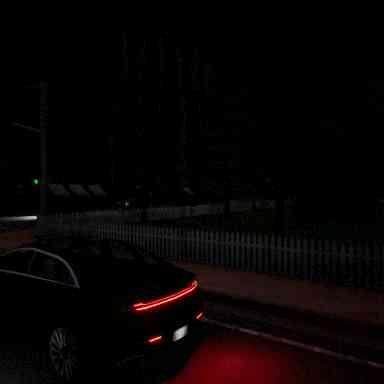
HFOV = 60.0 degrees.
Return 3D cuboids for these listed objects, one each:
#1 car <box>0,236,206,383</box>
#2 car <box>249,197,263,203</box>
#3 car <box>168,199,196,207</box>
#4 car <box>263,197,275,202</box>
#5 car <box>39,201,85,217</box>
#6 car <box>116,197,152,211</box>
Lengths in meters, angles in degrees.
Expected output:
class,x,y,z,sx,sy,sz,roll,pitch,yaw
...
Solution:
class,x,y,z,sx,sy,sz,roll,pitch,yaw
car,-2.104,1.491,5.443,4.902,1.511,2.128,0,0,36
car,12.360,1.601,61.861,1.895,1.301,4.718,0,0,34
car,-1.376,1.601,48.097,1.895,1.301,4.718,0,0,34
car,15.238,1.547,59.874,2.033,1.411,5.357,0,0,34
car,-12.356,1.564,31.856,1.994,1.385,4.181,0,0,34
car,-6.937,1.352,39.878,2.097,1.767,4.553,0,0,34
